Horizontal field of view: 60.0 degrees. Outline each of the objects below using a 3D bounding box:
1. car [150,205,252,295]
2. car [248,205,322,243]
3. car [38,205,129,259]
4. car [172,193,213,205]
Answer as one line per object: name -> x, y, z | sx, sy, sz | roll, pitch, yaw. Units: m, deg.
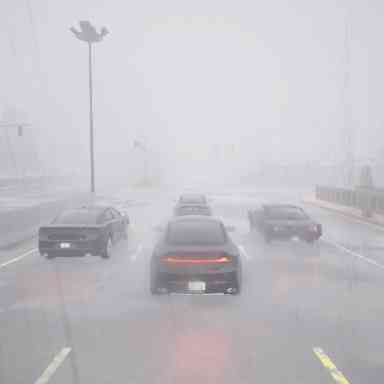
car -> 0.075, 1.335, 8.321 | 1.837, 1.490, 4.892 | 0, 2, 0
car -> 3.548, 1.167, 13.671 | 1.895, 1.301, 4.718 | 0, 4, 0
car -> -3.441, 1.167, 11.462 | 1.882, 1.535, 5.008 | 0, 3, 0
car -> 0.028, 0.809, 17.524 | 1.837, 1.490, 4.892 | 0, 4, 0
